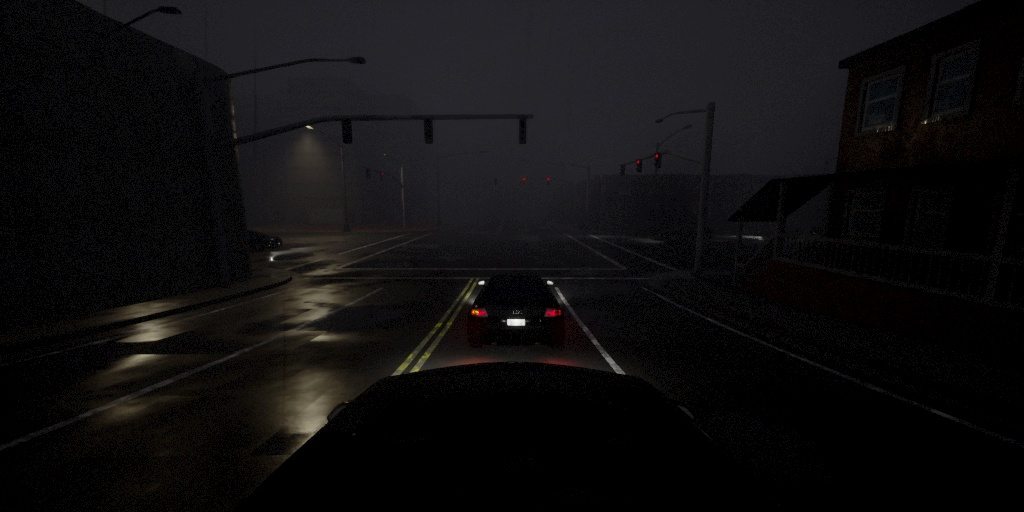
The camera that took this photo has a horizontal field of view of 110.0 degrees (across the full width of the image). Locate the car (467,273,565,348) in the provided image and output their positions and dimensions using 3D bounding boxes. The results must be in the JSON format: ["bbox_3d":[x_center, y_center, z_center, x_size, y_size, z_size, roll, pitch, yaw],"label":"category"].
[{"bbox_3d":[0.093,1.090,8.707,1.994,1.385,4.181,0,3,0],"label":"car"}]

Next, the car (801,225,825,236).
[{"bbox_3d":[31.264,-2.497,33.756,5.566,2.045,2.150,0,8,0],"label":"car"}]

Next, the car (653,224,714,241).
[{"bbox_3d":[16.398,-2.226,33.896,4.892,1.490,1.837,0,8,0],"label":"car"}]

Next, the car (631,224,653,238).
[{"bbox_3d":[14.957,-2.644,37.396,4.718,1.301,1.895,0,8,1],"label":"car"}]

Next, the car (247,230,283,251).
[{"bbox_3d":[-19.962,-1.191,26.991,4.892,1.490,1.837,0,8,1],"label":"car"}]

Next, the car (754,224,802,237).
[{"bbox_3d":[27.696,-2.676,37.291,4.181,1.385,1.994,0,9,0],"label":"car"}]
